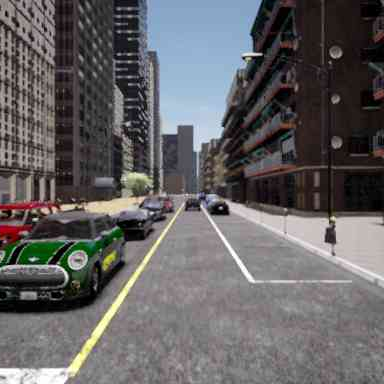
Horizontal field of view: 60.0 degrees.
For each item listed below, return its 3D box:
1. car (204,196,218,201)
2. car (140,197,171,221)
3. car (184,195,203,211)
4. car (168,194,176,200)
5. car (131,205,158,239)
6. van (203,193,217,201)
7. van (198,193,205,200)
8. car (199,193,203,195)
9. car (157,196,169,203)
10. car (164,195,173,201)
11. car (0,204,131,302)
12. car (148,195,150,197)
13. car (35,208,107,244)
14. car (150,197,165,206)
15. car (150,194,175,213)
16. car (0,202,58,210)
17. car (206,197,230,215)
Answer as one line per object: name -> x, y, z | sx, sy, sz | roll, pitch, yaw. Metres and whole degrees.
car -> 2.683, 1.464, 38.537 | 1.752, 1.417, 4.829 | 0, 0, 0
car -> -3.094, 1.446, 26.736 | 2.128, 1.511, 4.902 | 0, 0, 0
car -> 0.095, 1.442, 40.022 | 1.837, 1.490, 4.892 | 0, 0, 0
car -> -5.707, 1.348, 93.596 | 1.967, 1.590, 4.097 | 0, 0, 0
car -> -3.101, 1.571, 17.424 | 1.895, 1.301, 4.718 | 0, 0, 0
van -> 2.682, 1.274, 43.890 | 1.690, 1.788, 3.998 | 0, 0, 0
van -> 2.674, 1.250, 93.596 | 1.690, 1.788, 3.998 | 0, 0, 0
car -> 2.344, 1.417, 72.880 | 1.837, 1.490, 4.892 | 0, 0, 0
car -> -5.702, 1.467, 65.981 | 2.008, 1.369, 4.403 | 0, 0, 0
car -> -5.705, 1.475, 82.549 | 1.947, 1.339, 4.313 | 0, 0, 0
car -> -3.073, 1.337, 8.440 | 2.097, 1.767, 4.553 | 0, 0, -1
car -> -5.699, 1.499, 43.890 | 1.947, 1.339, 4.313 | 0, 0, 0
car -> -5.694, 1.538, 16.275 | 1.947, 1.339, 4.313 | 0, 0, 0
car -> -5.700, 1.474, 54.935 | 2.008, 1.369, 4.403 | 0, 0, 0
car -> -3.048, 1.293, 36.541 | 2.097, 1.767, 4.553 | 0, 0, 0
car -> -5.694, 1.296, 10.751 | 2.192, 1.841, 5.009 | 0, 0, 0
car -> 2.684, 1.512, 32.844 | 1.947, 1.339, 4.313 | 0, 0, 0
